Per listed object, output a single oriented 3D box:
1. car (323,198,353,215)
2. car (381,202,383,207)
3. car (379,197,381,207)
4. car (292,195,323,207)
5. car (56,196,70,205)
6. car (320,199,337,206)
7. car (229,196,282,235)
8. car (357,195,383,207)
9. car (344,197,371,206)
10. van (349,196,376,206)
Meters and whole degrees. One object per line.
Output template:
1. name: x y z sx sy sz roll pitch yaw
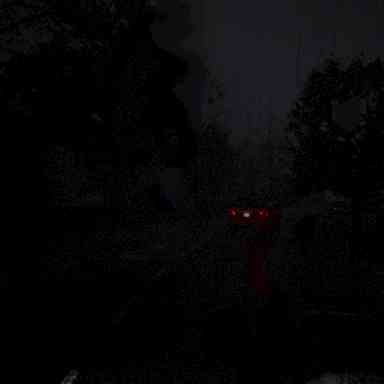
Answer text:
1. car: 15.757 1.626 34.636 1.994 1.385 4.181 1 0 45
2. car: 32.593 1.795 56.585 5.008 1.535 2.097 0 -1 7
3. car: 28.370 1.471 54.642 2.150 2.045 5.566 0 -1 10
4. car: 20.344 1.458 57.180 5.566 2.045 2.435 0 -1 7
5. car: -22.370 1.393 57.760 1.882 1.535 5.008 0 0 -16
6. car: 26.317 2.008 64.402 1.895 1.301 4.718 0 -1 7
7. car: 3.759 1.231 19.063 2.150 2.045 5.566 0 0 22
8. car: 32.917 1.595 59.489 5.566 2.045 2.435 0 -1 7
9. car: 34.042 1.945 68.643 4.553 1.767 2.185 0 -2 7
10. van: 33.585 1.764 65.643 4.442 1.987 1.878 0 -1 7
